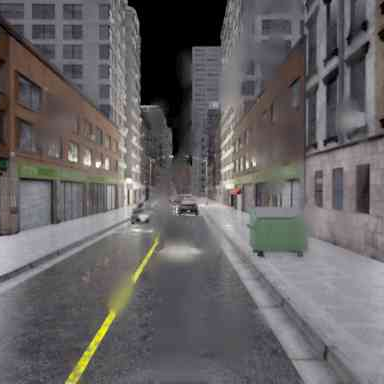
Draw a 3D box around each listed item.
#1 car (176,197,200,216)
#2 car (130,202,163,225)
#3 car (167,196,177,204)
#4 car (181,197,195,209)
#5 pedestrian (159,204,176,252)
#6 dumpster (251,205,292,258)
[{"bbox_3d":[-0.343,1.502,32.500,1.837,1.490,4.892,0,0,0],"label":"car"},{"bbox_3d":[-3.159,1.487,23.766,2.128,1.511,4.902,0,0,-1],"label":"car"},{"bbox_3d":[-3.628,1.536,63.413,1.837,1.490,4.892,0,0,0],"label":"car"},{"bbox_3d":[-0.516,1.515,46.157,1.837,1.490,4.892,0,0,-1],"label":"car"},{"bbox_3d":[-0.905,1.291,12.262,0.375,1.860,0.375,-1,1,-15],"label":"pedestrian"},{"bbox_3d":[2.858,1.391,12.244,1.020,1.700,1.940,0,0,-1],"label":"dumpster"}]
